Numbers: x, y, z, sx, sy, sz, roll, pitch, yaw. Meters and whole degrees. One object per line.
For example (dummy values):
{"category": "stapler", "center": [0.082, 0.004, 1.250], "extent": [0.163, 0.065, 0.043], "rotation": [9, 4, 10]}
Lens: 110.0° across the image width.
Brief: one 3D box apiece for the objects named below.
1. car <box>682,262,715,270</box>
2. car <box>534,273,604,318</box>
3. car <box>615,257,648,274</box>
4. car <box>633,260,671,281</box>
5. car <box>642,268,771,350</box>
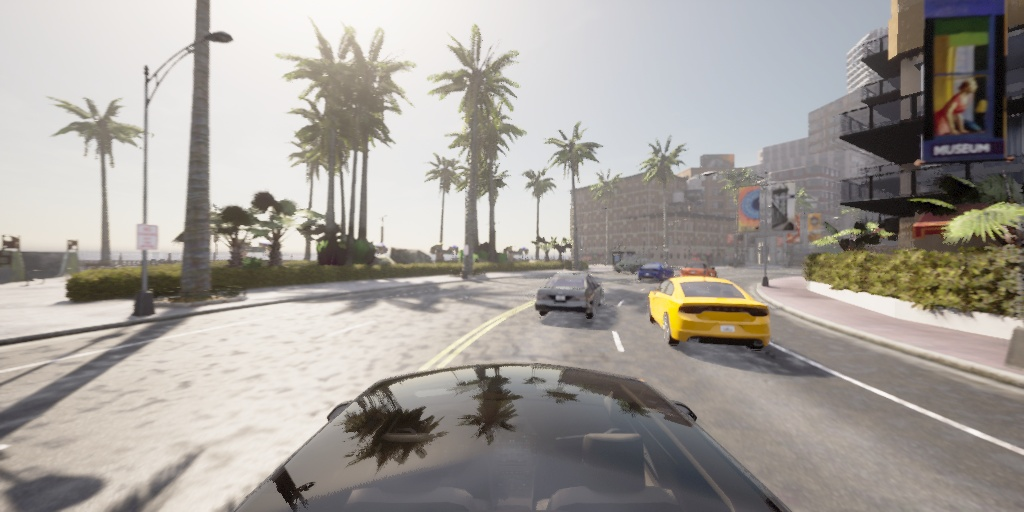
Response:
{"category": "car", "center": [14.826, 1.248, 28.483], "extent": [2.097, 1.767, 4.553], "rotation": [1, 0, 37]}
{"category": "car", "center": [2.268, 1.327, 13.288], "extent": [2.033, 1.411, 5.357], "rotation": [0, 0, 19]}
{"category": "car", "center": [15.024, 1.133, 44.445], "extent": [5.566, 2.045, 2.150], "rotation": [0, 0, -42]}
{"category": "car", "center": [12.633, 1.358, 31.348], "extent": [1.882, 1.535, 5.008], "rotation": [0, 0, 38]}
{"category": "car", "center": [4.802, 1.274, 9.430], "extent": [1.882, 1.535, 5.008], "rotation": [0, 0, 14]}
